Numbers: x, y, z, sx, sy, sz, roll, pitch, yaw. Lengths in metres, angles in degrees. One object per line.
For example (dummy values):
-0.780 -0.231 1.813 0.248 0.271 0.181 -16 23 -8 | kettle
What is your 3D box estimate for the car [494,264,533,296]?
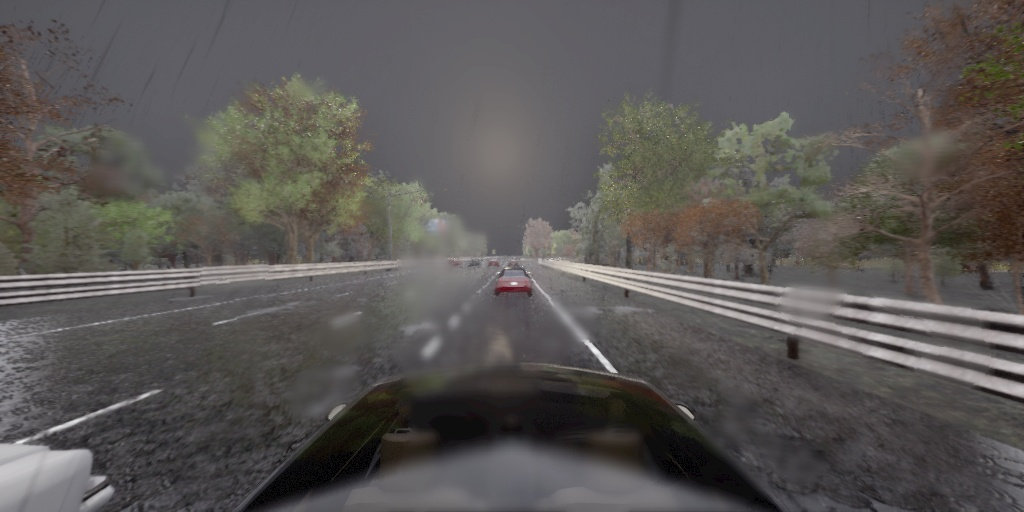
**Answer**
0.109 1.315 19.558 1.994 1.385 4.181 0 0 0 | car
